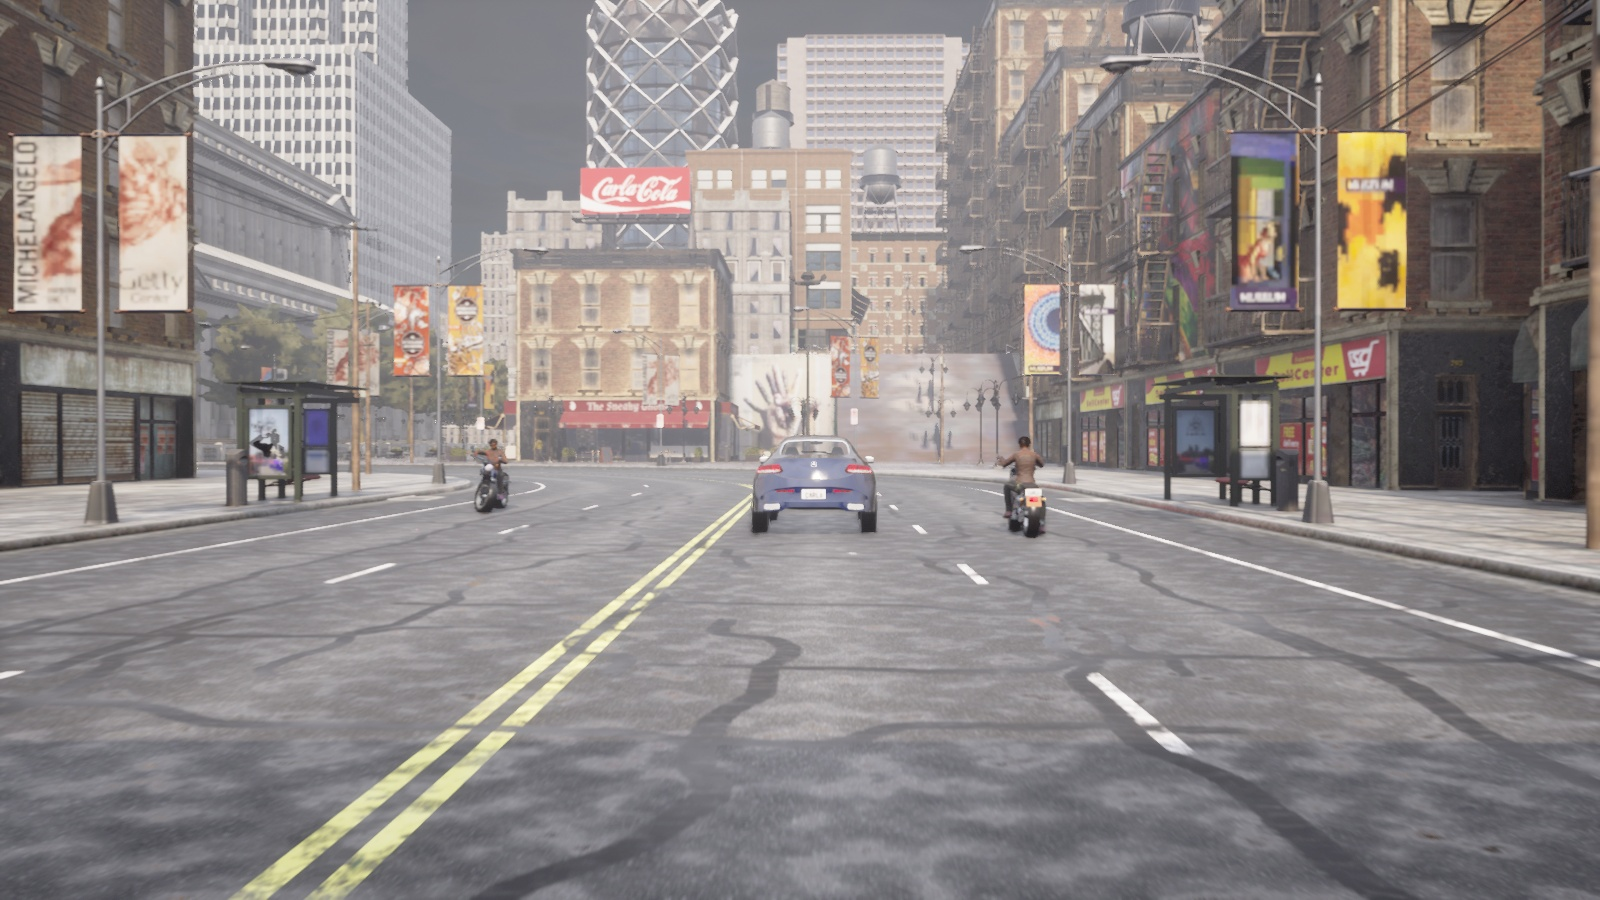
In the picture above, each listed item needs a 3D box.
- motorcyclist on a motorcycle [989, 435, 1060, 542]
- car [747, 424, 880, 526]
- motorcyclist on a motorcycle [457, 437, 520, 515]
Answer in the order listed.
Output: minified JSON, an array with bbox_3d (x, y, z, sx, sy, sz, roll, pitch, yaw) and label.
[{"bbox_3d":[3.642,0.583,20.532,0.766,1.649,2.350,0,0,1],"label":"motorcyclist on a motorcycle"},{"bbox_3d":[0.292,0.396,22.866,2.152,1.651,5.027,0,0,2],"label":"car"},{"bbox_3d":[-6.816,0.534,27.616,0.766,1.649,2.350,0,1,1],"label":"motorcyclist on a motorcycle"}]
